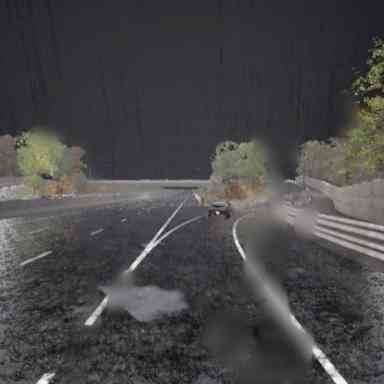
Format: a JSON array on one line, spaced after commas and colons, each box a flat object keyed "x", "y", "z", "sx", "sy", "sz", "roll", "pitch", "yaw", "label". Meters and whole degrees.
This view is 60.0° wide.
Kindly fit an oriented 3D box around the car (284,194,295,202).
[{"x": 22.836, "y": 1.740, "z": 78.504, "sx": 1.895, "sy": 1.301, "sz": 4.718, "roll": 0, "pitch": 3, "yaw": 20, "label": "car"}]

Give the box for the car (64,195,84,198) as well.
[{"x": -21.023, "y": 1.373, "z": 61.049, "sx": 2.128, "sy": 1.511, "sz": 4.902, "roll": 0, "pitch": 0, "yaw": 0, "label": "car"}]

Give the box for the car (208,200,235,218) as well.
[{"x": 2.710, "y": 1.505, "z": 29.902, "sx": 1.837, "sy": 1.490, "sz": 4.892, "roll": 1, "pitch": -1, "yaw": 14, "label": "car"}]

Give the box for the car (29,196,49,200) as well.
[{"x": -28.013, "y": 1.415, "z": 60.853, "sx": 2.033, "sy": 1.411, "sz": 5.357, "roll": 0, "pitch": 0, "yaw": 0, "label": "car"}]

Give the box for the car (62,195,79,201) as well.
[{"x": -28.014, "y": 1.391, "z": 77.007, "sx": 2.033, "sy": 1.411, "sz": 5.357, "roll": 0, "pitch": 0, "yaw": 0, "label": "car"}]
